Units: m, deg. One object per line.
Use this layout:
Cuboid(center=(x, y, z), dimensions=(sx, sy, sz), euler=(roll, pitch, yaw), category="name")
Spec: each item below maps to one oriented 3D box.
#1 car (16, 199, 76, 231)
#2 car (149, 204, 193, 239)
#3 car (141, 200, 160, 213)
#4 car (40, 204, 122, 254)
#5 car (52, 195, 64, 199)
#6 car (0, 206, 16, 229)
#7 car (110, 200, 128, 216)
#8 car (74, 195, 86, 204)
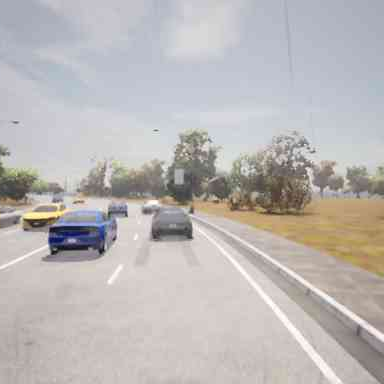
Cuboid(center=(-8.791, 1.442, 20.478), dimensions=(1.882, 1.535, 5.008), euler=(0, 0, -9), category="car")
Cuboid(center=(-1.109, 1.524, 17.291), dimensions=(1.994, 1.385, 4.181), euler=(0, 0, -7), category="car")
Cuboid(center=(-4.293, 1.523, 35.074), dimensions=(1.895, 1.301, 4.718), euler=(0, 0, -14), category="car")
Cuboid(center=(-4.201, 1.453, 13.461), dimensions=(1.882, 1.535, 5.008), euler=(0, 0, -5), category="car")
Cuboid(center=(-24.640, 1.346, 61.234), dimensions=(1.882, 1.535, 5.008), euler=(0, 0, -24), category="car")
Cuboid(center=(-12.354, 1.570, 20.835), dimensions=(1.895, 1.301, 4.718), euler=(0, 0, -9), category="car")
Cuboid(center=(-7.037, 1.481, 31.526), dimensions=(2.033, 1.411, 5.357), euler=(0, 0, -13), category="car")
Cuboid(center=(-20.155, 1.351, 59.705), dimensions=(1.882, 1.535, 5.008), euler=(0, 0, -23), category="car")
